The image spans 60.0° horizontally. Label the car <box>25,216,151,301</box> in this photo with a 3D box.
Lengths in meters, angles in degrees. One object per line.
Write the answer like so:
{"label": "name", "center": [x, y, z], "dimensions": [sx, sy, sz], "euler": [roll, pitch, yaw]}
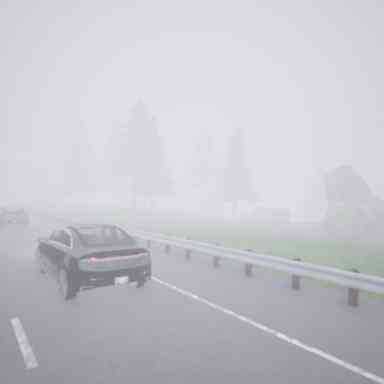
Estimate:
{"label": "car", "center": [-2.793, 1.593, 8.764], "dimensions": [2.128, 1.511, 4.902], "euler": [1, -1, -34]}

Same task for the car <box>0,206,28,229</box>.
{"label": "car", "center": [-12.916, 1.725, 23.764], "dimensions": [2.128, 1.511, 4.902], "euler": [1, -1, -34]}
